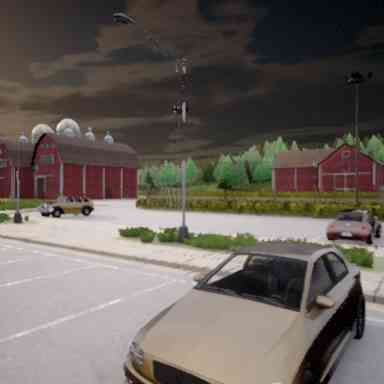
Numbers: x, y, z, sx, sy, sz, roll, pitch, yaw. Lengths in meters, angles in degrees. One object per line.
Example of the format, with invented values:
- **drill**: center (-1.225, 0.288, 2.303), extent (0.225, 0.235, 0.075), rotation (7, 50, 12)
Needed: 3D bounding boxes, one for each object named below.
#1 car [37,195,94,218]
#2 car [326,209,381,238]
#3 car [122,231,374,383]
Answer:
- **car**: center (-10.710, 1.196, 28.558), extent (1.932, 1.855, 4.605), rotation (0, 0, 36)
- **car**: center (7.624, 1.510, 15.552), extent (1.784, 1.438, 3.905), rotation (0, 0, 36)
- **car**: center (1.064, 1.499, 4.420), extent (1.816, 1.474, 4.193), rotation (0, 0, 36)
